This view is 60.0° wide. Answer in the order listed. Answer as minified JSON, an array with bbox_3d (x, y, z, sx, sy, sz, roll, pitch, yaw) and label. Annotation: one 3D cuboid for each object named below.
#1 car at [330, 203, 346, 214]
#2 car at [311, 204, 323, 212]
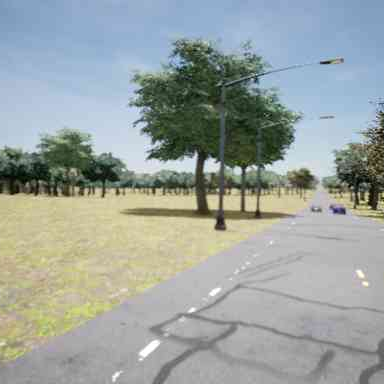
[{"bbox_3d":[24.660,2.891,55.773,1.882,1.535,5.008,1,0,21],"label":"car"},{"bbox_3d":[22.770,2.915,60.941,2.128,1.511,4.902,1,-1,22],"label":"car"}]
